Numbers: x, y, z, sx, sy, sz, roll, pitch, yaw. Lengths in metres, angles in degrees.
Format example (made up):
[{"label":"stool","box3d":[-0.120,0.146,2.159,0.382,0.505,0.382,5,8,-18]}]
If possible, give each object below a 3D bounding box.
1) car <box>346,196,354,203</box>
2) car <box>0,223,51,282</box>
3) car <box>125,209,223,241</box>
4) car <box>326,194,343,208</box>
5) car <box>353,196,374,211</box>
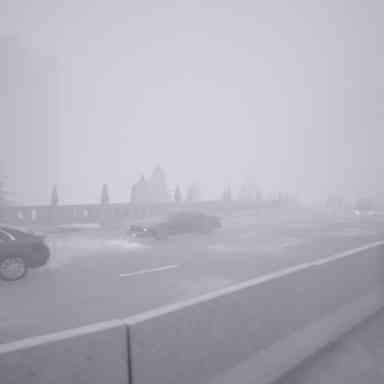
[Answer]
[{"label":"car","box3d":[33.445,1.545,68.942,1.812,1.442,4.674,-1,0,10]},{"label":"car","box3d":[-6.177,1.549,8.320,4.892,1.490,1.837,0,0,-36]},{"label":"car","box3d":[-0.729,1.591,17.201,5.357,1.411,2.033,0,0,-43]},{"label":"car","box3d":[21.918,1.299,51.273,2.150,2.045,5.566,-1,0,21]},{"label":"car","box3d":[21.674,1.529,41.835,1.837,1.490,4.892,0,-1,25]}]
